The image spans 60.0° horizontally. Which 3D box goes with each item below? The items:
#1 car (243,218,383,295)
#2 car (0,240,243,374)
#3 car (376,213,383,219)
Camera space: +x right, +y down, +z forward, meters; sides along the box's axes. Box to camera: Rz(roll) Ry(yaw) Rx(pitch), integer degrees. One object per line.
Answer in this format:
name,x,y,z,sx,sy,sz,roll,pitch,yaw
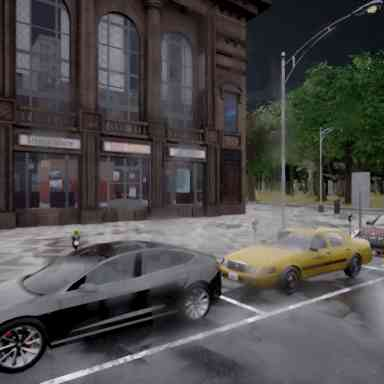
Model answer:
car,2.861,1.523,8.691,4.829,1.417,1.752,0,0,-36
car,-1.427,1.565,5.631,4.313,1.339,1.947,0,0,-36
car,7.425,1.436,11.948,4.097,1.590,1.967,0,0,-36
